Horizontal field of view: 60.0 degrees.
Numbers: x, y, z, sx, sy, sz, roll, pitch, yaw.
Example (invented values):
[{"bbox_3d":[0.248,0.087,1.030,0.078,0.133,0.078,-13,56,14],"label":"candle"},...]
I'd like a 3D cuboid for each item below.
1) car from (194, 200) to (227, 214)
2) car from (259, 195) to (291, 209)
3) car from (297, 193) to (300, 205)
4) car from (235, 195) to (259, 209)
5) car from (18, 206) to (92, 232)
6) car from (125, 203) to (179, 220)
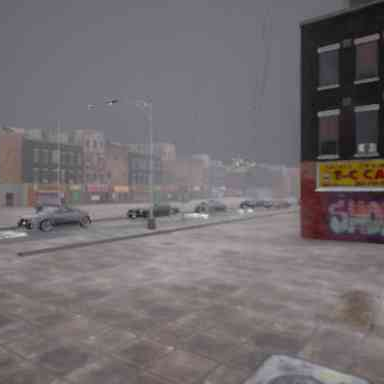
[{"bbox_3d":[1.983,1.484,34.741,1.994,1.385,4.181,0,0,35],"label":"car"},{"bbox_3d":[10.913,1.432,42.283,2.033,1.411,5.357,0,0,35],"label":"car"},{"bbox_3d":[18.525,1.065,53.078,2.150,2.045,5.566,0,0,34],"label":"car"},{"bbox_3d":[8.059,1.432,43.279,2.033,1.411,5.357,0,0,36],"label":"car"},{"bbox_3d":[-8.240,1.549,20.251,1.994,1.385,4.181,0,0,36],"label":"car"},{"bbox_3d":[-3.204,1.553,27.391,1.895,1.301,4.718,0,0,35],"label":"car"}]
